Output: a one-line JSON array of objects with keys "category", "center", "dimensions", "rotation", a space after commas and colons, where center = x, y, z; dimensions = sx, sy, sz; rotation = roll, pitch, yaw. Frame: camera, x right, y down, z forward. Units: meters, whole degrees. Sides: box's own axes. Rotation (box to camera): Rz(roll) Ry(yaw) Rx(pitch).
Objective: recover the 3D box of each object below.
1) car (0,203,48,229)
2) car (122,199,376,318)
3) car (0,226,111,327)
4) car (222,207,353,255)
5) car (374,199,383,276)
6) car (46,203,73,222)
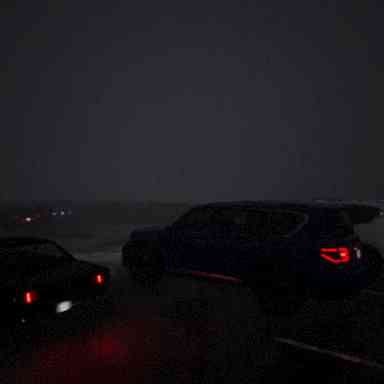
[{"category": "car", "center": [-11.175, 1.565, 20.555], "dimensions": [4.181, 1.385, 1.994], "rotation": [0, 0, 35]}, {"category": "car", "center": [0.882, 1.222, 7.662], "dimensions": [5.566, 2.045, 2.150], "rotation": [0, 0, 35]}, {"category": "car", "center": [-3.917, 1.601, 6.783], "dimensions": [4.718, 1.301, 1.895], "rotation": [0, 0, 35]}, {"category": "car", "center": [3.944, 1.491, 14.074], "dimensions": [4.902, 1.511, 2.128], "rotation": [0, 0, 35]}, {"category": "car", "center": [3.553, 1.221, 10.055], "dimensions": [5.566, 2.045, 2.150], "rotation": [0, 0, 35]}, {"category": "car", "center": [-11.129, 1.548, 24.824], "dimensions": [5.357, 1.411, 2.033], "rotation": [0, 0, 35]}]
